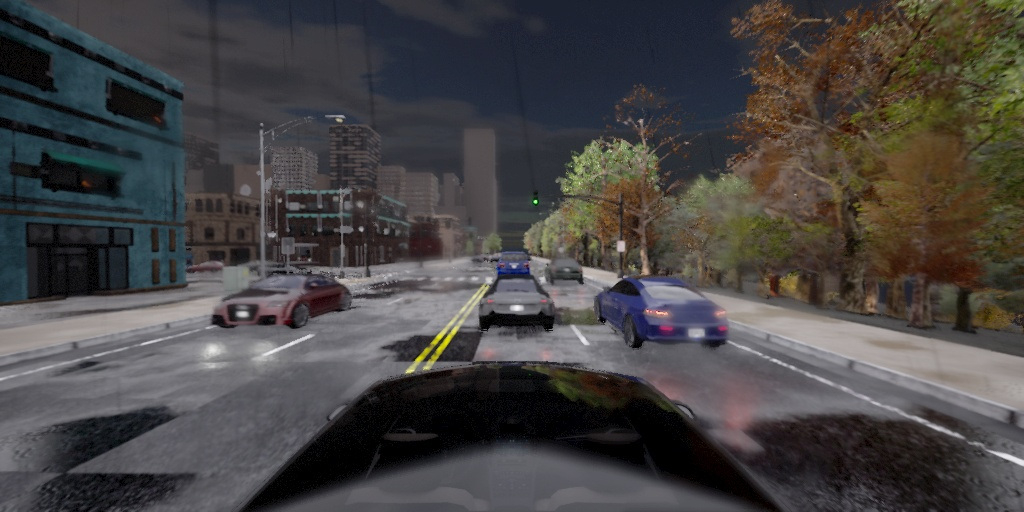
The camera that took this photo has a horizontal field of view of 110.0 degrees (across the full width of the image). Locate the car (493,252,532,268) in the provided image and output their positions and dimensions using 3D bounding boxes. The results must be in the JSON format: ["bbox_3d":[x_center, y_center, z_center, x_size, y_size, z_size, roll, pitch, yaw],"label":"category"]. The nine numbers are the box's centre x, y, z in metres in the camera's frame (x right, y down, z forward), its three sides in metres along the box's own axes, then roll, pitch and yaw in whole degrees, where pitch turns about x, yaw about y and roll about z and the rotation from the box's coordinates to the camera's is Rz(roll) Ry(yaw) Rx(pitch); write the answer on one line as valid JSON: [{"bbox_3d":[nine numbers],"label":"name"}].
[{"bbox_3d":[-0.013,0.737,25.070,2.150,2.045,5.566,0,1,-3],"label":"car"}]

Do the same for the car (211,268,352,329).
[{"bbox_3d":[-6.559,1.223,10.744,1.994,1.385,4.181,0,0,0],"label":"car"}]

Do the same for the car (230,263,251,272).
[{"bbox_3d":[-28.165,1.177,39.983,4.403,1.370,2.007,0,0,0],"label":"car"}]

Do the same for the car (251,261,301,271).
[{"bbox_3d":[-19.858,1.267,31.446,4.313,1.339,1.948,0,0,0],"label":"car"}]

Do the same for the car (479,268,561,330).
[{"bbox_3d":[0.128,1.222,10.732,1.994,1.385,4.181,0,0,0],"label":"car"}]

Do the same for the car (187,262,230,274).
[{"bbox_3d":[-33.700,1.271,40.007,4.207,1.307,1.802,0,0,0],"label":"car"}]

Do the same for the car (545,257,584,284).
[{"bbox_3d":[3.419,0.877,24.168,2.097,1.767,4.553,0,1,0],"label":"car"}]

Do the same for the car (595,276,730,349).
[{"bbox_3d":[3.369,1.204,8.824,1.812,1.442,4.674,0,1,0],"label":"car"}]
